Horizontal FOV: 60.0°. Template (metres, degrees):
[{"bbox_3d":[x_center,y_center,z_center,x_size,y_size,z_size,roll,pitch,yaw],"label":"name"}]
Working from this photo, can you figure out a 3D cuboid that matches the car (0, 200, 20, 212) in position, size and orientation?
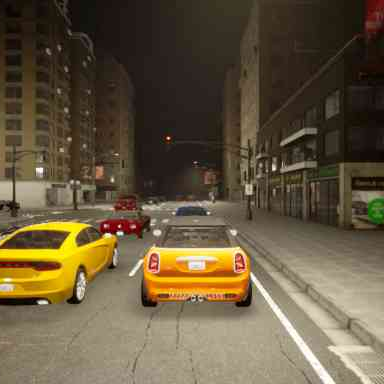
[{"bbox_3d":[-22.233,1.597,38.484,4.313,1.339,1.947,0,0,0],"label":"car"}]

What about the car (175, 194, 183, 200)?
[{"bbox_3d":[-3.450,1.421,90.768,1.882,1.535,5.008,0,0,0],"label":"car"}]

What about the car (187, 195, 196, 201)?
[{"bbox_3d":[-0.177,1.399,80.741,2.097,1.767,4.553,0,0,0],"label":"car"}]

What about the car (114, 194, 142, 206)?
[{"bbox_3d":[-6.675,1.230,35.263,2.150,2.045,5.566,0,0,0],"label":"car"}]

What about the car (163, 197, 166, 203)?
[{"bbox_3d":[-6.655,1.631,70.594,1.895,1.301,4.718,0,0,0],"label":"car"}]

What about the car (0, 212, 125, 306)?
[{"bbox_3d":[-3.167,1.478,8.148,1.882,1.535,5.008,0,0,0],"label":"car"}]

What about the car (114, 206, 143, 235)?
[{"bbox_3d":[-3.288,1.603,17.404,1.895,1.301,4.718,0,0,0],"label":"car"}]

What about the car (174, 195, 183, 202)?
[{"bbox_3d":[-3.426,1.543,80.347,1.837,1.490,4.892,0,0,0],"label":"car"}]

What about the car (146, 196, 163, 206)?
[{"bbox_3d":[-6.710,1.515,56.581,2.128,1.511,4.902,0,0,0],"label":"car"}]

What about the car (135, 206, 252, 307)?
[{"bbox_3d":[0.082,1.353,8.140,2.097,1.767,4.553,0,0,0],"label":"car"}]
